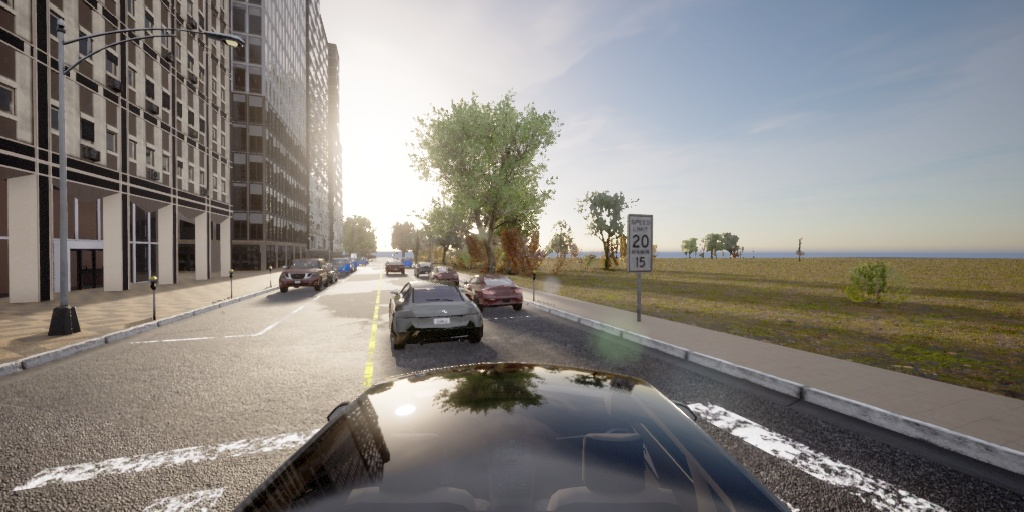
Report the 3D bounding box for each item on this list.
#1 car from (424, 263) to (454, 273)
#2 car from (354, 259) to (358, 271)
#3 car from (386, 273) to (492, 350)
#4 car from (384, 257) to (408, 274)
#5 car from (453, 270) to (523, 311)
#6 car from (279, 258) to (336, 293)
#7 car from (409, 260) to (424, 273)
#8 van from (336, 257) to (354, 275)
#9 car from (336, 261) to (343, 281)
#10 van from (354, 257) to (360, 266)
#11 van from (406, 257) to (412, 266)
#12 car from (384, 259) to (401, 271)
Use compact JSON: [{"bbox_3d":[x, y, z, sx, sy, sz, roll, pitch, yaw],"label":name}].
[{"bbox_3d":[-4.650,1.317,24.222,1.802,1.307,4.207,0,0,-20],"label":"car"},{"bbox_3d":[-19.586,1.317,42.272,1.802,1.307,4.207,0,0,-20],"label":"car"},{"bbox_3d":[-2.124,1.310,9.287,1.994,1.385,4.181,0,0,-20],"label":"car"},{"bbox_3d":[-12.788,1.209,39.230,1.882,1.535,5.008,0,0,-19],"label":"car"},{"bbox_3d":[-0.877,1.323,13.799,1.802,1.307,4.207,0,0,-20],"label":"car"},{"bbox_3d":[-12.191,1.060,21.351,2.192,1.841,5.009,0,0,-20],"label":"car"},{"bbox_3d":[-8.474,1.281,34.623,2.007,1.370,4.403,0,0,-20],"label":"car"},{"bbox_3d":[-17.715,1.078,37.050,1.690,1.789,3.998,0,0,-20],"label":"van"},{"bbox_3d":[-14.019,1.308,26.589,1.948,1.339,4.313,0,0,-20],"label":"car"},{"bbox_3d":[-21.457,1.074,47.495,1.690,1.789,3.998,0,0,-20],"label":"van"},{"bbox_3d":[-17.818,1.060,60.706,1.690,1.789,3.998,0,0,-20],"label":"van"},{"bbox_3d":[-16.307,1.218,48.914,2.128,1.511,4.902,0,0,-19],"label":"car"}]
